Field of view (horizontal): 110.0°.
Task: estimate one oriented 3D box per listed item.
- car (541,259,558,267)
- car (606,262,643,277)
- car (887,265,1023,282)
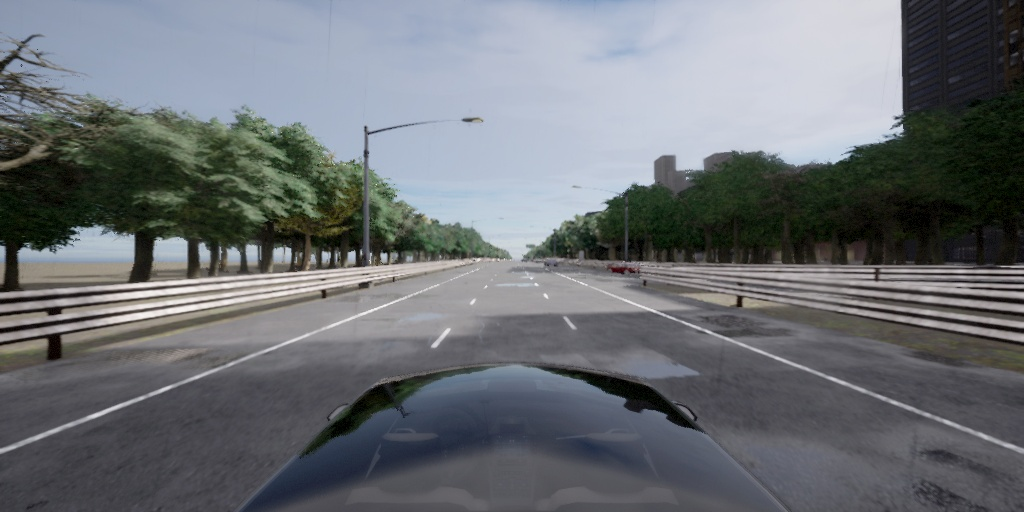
[{"bbox_3d":[7.019,1.195,64.498,1.994,1.385,4.181,0,0,-3],"label":"car"},{"bbox_3d":[11.553,1.300,36.431,1.895,1.301,4.718,0,0,-18],"label":"car"},{"bbox_3d":[20.213,1.075,16.136,1.895,1.301,4.718,0,-1,-31],"label":"car"}]
